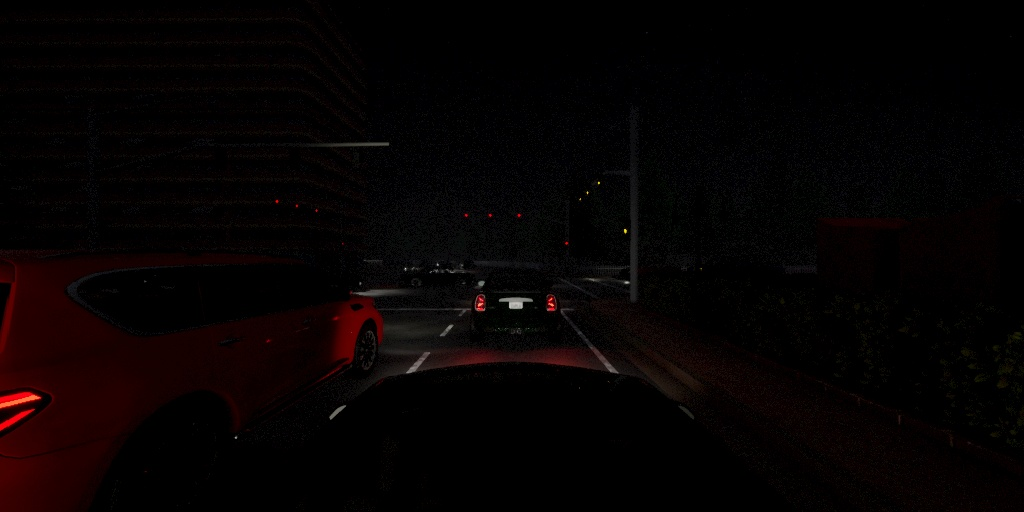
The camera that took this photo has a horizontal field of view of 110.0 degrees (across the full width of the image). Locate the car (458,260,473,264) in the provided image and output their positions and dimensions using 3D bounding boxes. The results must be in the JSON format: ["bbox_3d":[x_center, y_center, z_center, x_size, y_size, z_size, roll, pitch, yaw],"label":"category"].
[{"bbox_3d":[-6.764,1.255,52.211,1.837,1.490,4.892,1,0,-22],"label":"car"}]

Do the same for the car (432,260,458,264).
[{"bbox_3d":[-8.954,1.297,47.603,2.033,1.411,5.357,0,0,-18],"label":"car"}]

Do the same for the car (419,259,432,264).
[{"bbox_3d":[-13.211,1.241,56.609,2.128,1.511,4.902,0,0,-33],"label":"car"}]

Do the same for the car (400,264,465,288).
[{"bbox_3d":[-4.819,1.397,24.005,4.718,1.301,1.895,0,0,0],"label":"car"}]

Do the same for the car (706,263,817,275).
[{"bbox_3d":[14.096,1.310,20.348,4.892,1.490,1.837,0,0,0],"label":"car"}]

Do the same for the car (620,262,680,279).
[{"bbox_3d":[11.964,1.283,31.066,5.008,1.535,1.882,0,0,0],"label":"car"}]

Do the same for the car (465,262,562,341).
[{"bbox_3d":[0.096,1.102,9.993,2.097,1.767,4.553,0,0,0],"label":"car"}]

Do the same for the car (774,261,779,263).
[{"bbox_3d":[20.982,1.157,30.988,4.553,1.767,2.097,0,0,0],"label":"car"}]

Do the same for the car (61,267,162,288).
[{"bbox_3d":[-26.922,1.406,24.195,4.718,1.301,1.895,0,0,0],"label":"car"}]

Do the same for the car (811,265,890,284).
[{"bbox_3d":[25.785,1.369,27.438,4.181,1.385,1.994,0,0,1],"label":"car"}]

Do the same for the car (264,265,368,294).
[{"bbox_3d":[-11.107,1.301,20.559,4.892,1.490,1.837,1,0,0],"label":"car"}]

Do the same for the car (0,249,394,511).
[{"bbox_3d":[-3.434,0.971,4.156,2.150,2.045,5.566,0,0,1],"label":"car"}]

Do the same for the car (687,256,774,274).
[{"bbox_3d":[16.389,1.027,27.529,5.566,2.045,2.150,0,0,0],"label":"car"}]
